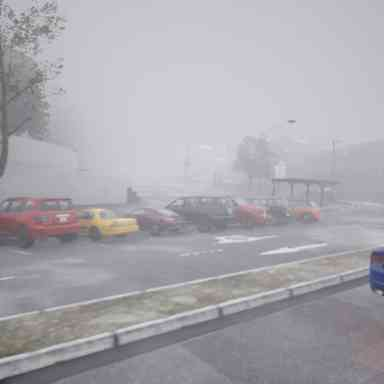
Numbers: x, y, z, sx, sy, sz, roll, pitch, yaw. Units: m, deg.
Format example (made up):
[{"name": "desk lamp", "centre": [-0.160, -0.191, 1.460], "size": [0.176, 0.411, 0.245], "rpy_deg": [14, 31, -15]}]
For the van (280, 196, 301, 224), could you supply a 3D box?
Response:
[{"name": "van", "centre": [5.010, 1.280, 23.535], "size": [4.442, 1.987, 1.878], "rpy_deg": [-1, -1, 35]}]

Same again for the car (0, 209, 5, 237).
[{"name": "car", "centre": [-9.847, 1.521, 13.211], "size": [4.792, 1.488, 2.163], "rpy_deg": [-1, -1, 35]}]

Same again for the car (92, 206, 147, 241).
[{"name": "car", "centre": [-5.080, 1.495, 16.781], "size": [5.366, 1.575, 1.946], "rpy_deg": [-1, -1, 35]}]

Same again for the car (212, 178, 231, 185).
[{"name": "car", "centre": [6.798, -2.358, 75.982], "size": [2.002, 1.452, 4.674], "rpy_deg": [7, 3, 35]}]

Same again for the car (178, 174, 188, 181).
[{"name": "car", "centre": [-0.153, -3.740, 85.754], "size": [2.435, 2.045, 5.566], "rpy_deg": [7, 4, 34]}]

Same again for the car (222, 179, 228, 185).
[{"name": "car", "centre": [8.540, -2.085, 73.519], "size": [2.002, 1.452, 4.674], "rpy_deg": [7, 4, 35]}]

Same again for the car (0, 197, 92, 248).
[{"name": "car", "centre": [-7.401, 1.243, 14.955], "size": [5.566, 2.045, 2.435], "rpy_deg": [-1, -1, 35]}]

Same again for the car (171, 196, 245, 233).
[{"name": "car", "centre": [-0.044, 1.250, 20.164], "size": [5.566, 2.045, 2.435], "rpy_deg": [-1, -1, 35]}]

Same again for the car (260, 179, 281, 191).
[{"name": "car", "centre": [15.429, -1.034, 63.630], "size": [2.231, 1.521, 4.892], "rpy_deg": [7, 3, 35]}]

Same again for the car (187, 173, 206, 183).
[{"name": "car", "centre": [1.697, -3.217, 83.494], "size": [1.946, 1.575, 5.366], "rpy_deg": [7, 3, 34]}]

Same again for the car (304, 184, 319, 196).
[{"name": "car", "centre": [20.636, -0.468, 56.241], "size": [2.435, 2.045, 5.566], "rpy_deg": [7, 3, 35]}]

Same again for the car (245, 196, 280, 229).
[{"name": "car", "centre": [2.470, 1.252, 21.867], "size": [5.566, 2.045, 2.435], "rpy_deg": [-1, -1, 35]}]

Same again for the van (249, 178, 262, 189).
[{"name": "van", "centre": [13.670, -1.532, 65.993], "size": [1.878, 1.987, 4.442], "rpy_deg": [7, 4, 35]}]

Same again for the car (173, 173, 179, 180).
[{"name": "car", "centre": [-1.946, -3.891, 88.222], "size": [2.185, 1.767, 4.553], "rpy_deg": [6, 3, 34]}]

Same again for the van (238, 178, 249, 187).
[{"name": "van", "centre": [11.943, -1.805, 68.465], "size": [1.878, 1.987, 4.442], "rpy_deg": [7, 4, 35]}]

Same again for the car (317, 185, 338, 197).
[{"name": "car", "centre": [22.326, 0.095, 53.768], "size": [2.002, 1.452, 4.674], "rpy_deg": [7, 3, 35]}]

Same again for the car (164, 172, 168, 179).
[{"name": "car", "centre": [-5.445, -4.403, 93.041], "size": [2.435, 2.045, 5.566], "rpy_deg": [1, -1, 34]}]

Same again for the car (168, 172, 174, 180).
[{"name": "car", "centre": [-3.675, -4.126, 90.692], "size": [2.185, 1.767, 4.553], "rpy_deg": [4, 1, 33]}]

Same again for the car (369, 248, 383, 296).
[{"name": "car", "centre": [5.862, 1.485, 7.280], "size": [5.008, 1.535, 1.882], "rpy_deg": [0, 0, -35]}]

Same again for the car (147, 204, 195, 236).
[{"name": "car", "centre": [-2.473, 1.538, 18.408], "size": [4.674, 1.452, 2.002], "rpy_deg": [-1, -1, 35]}]

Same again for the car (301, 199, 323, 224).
[{"name": "car", "centre": [7.420, 1.384, 25.284], "size": [4.553, 1.767, 2.185], "rpy_deg": [-1, -1, 35]}]

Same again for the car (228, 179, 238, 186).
[{"name": "car", "centre": [10.370, -1.853, 71.197], "size": [1.946, 1.575, 5.366], "rpy_deg": [7, 3, 35]}]
